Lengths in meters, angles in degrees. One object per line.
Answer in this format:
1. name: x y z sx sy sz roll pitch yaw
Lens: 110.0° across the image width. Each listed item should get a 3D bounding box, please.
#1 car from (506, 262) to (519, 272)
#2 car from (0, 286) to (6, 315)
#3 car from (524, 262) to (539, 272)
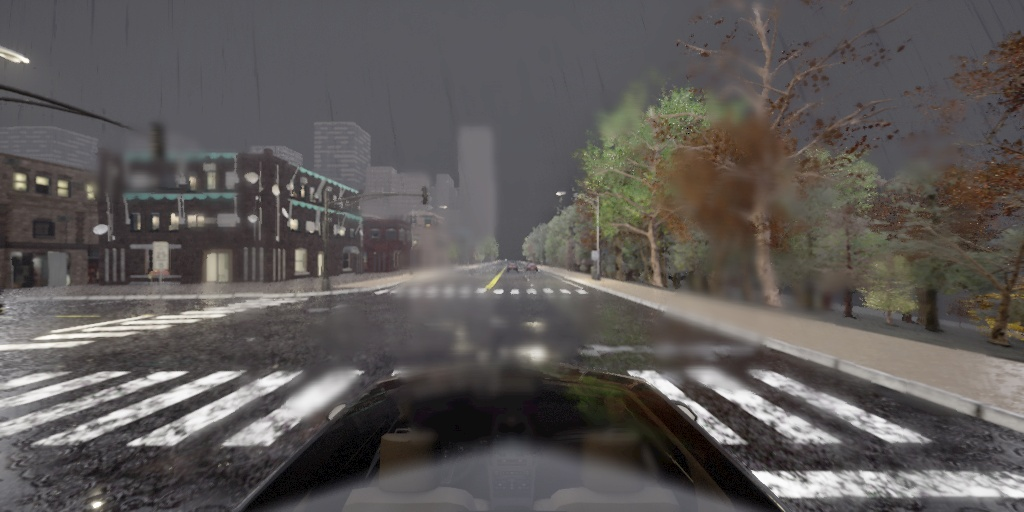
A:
1. car: 0.084 1.847 59.904 1.837 1.490 4.892 0 -1 0
2. car: -20.285 1.590 12.024 4.892 1.490 1.837 -1 0 0
3. car: 3.336 1.871 60.210 1.812 1.442 4.674 0 -1 0
